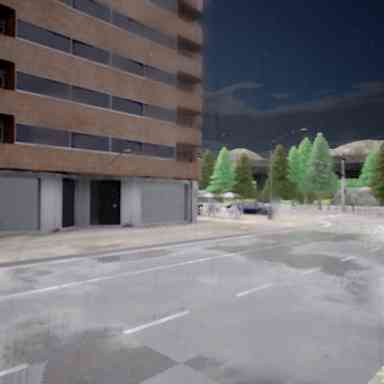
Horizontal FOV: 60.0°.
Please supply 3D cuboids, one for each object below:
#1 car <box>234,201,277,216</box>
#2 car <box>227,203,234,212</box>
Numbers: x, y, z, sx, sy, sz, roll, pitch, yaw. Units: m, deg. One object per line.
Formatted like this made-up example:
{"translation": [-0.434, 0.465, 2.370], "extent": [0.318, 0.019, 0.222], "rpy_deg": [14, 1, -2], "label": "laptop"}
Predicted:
{"translation": [7.769, 1.922, 39.499], "extent": [4.553, 1.767, 2.097], "rpy_deg": [-1, -1, 45], "label": "car"}
{"translation": [7.055, 2.126, 45.164], "extent": [5.008, 1.535, 1.882], "rpy_deg": [-1, -1, 45], "label": "car"}
